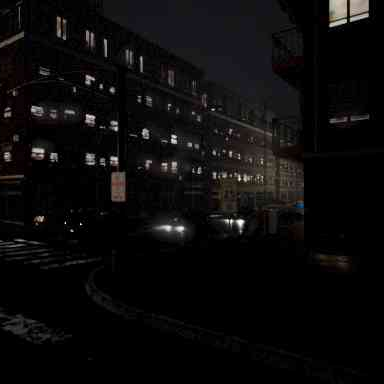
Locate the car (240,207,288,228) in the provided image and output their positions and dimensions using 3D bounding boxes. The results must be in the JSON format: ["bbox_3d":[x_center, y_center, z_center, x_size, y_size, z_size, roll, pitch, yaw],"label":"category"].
[{"bbox_3d":[5.739,2.048,26.146,1.802,1.307,4.206,-2,-2,35],"label":"car"}]

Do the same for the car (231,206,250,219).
[{"bbox_3d":[5.563,2.196,35.935,1.994,1.385,4.181,0,-1,34],"label":"car"}]

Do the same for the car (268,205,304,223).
[{"bbox_3d":[8.995,2.121,30.807,2.008,1.369,4.403,-2,-2,35],"label":"car"}]

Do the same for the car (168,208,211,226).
[{"bbox_3d":[-0.150,2.013,27.759,1.994,1.385,4.181,0,-1,34],"label":"car"}]

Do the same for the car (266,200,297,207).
[{"bbox_3d":[11.739,2.050,44.680,2.150,2.045,5.566,0,-1,35],"label":"car"}]

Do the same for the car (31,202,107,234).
[{"bbox_3d":[-7.651,1.604,21.569,2.192,1.841,5.009,-1,-2,35],"label":"car"}]

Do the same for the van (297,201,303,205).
[{"bbox_3d":[18.399,2.464,58.836,1.690,1.788,3.998,-1,-2,35],"label":"van"}]

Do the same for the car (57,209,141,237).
[{"bbox_3d":[-5.390,1.884,20.286,1.895,1.301,4.718,0,-1,36],"label":"car"}]
